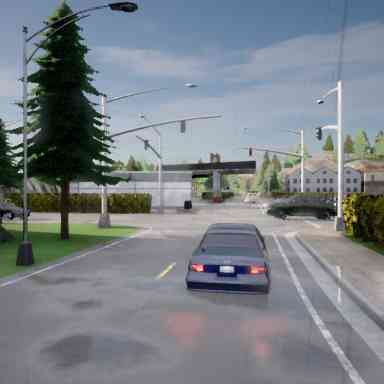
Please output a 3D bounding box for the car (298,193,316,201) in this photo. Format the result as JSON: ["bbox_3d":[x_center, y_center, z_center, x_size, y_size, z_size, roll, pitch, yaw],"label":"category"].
[{"bbox_3d":[27.402,1.077,79.301,3.866,1.878,1.905,0,0,10],"label":"car"}]

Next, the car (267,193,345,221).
[{"bbox_3d":[8.885,1.222,26.827,5.566,2.045,2.150,0,0,10],"label":"car"}]

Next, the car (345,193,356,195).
[{"bbox_3d":[20.265,1.330,42.399,5.027,1.636,2.152,0,0,10],"label":"car"}]

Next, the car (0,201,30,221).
[{"bbox_3d":[-15.735,1.491,27.255,4.902,1.511,2.128,0,0,10],"label":"car"}]

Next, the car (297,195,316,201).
[{"bbox_3d":[26.218,1.361,76.135,3.806,1.475,1.970,0,0,10],"label":"car"}]

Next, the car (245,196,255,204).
[{"bbox_3d":[11.235,1.526,64.808,1.812,1.442,4.674,0,0,10],"label":"car"}]

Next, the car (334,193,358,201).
[{"bbox_3d":[34.573,1.097,74.686,4.605,1.855,1.932,0,0,10],"label":"car"}]

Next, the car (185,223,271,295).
[{"bbox_3d":[1.095,1.547,8.929,2.033,1.411,5.357,0,0,10],"label":"car"}]
